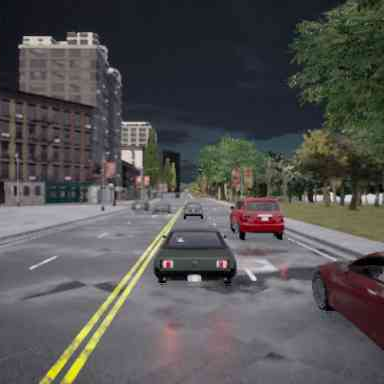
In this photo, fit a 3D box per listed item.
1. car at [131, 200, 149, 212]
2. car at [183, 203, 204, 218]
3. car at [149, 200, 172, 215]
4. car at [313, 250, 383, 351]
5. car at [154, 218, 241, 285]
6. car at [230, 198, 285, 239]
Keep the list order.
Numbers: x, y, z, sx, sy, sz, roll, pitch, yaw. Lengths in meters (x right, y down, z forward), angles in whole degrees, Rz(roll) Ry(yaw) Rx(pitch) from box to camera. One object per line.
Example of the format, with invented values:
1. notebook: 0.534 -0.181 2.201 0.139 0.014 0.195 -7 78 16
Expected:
1. car: -6.526 1.731 42.763 2.128 1.511 4.902 0 0 0
2. car: 0.119 1.724 31.169 2.033 1.411 5.357 0 0 0
3. car: -3.308 1.714 37.423 1.837 1.490 4.892 0 0 0
4. car: 3.354 1.555 4.869 1.812 1.442 4.674 0 0 0
5. car: 0.079 1.658 9.666 1.895 1.301 4.718 0 0 0
6. car: 3.359 1.328 18.003 2.150 2.045 5.566 0 0 0
